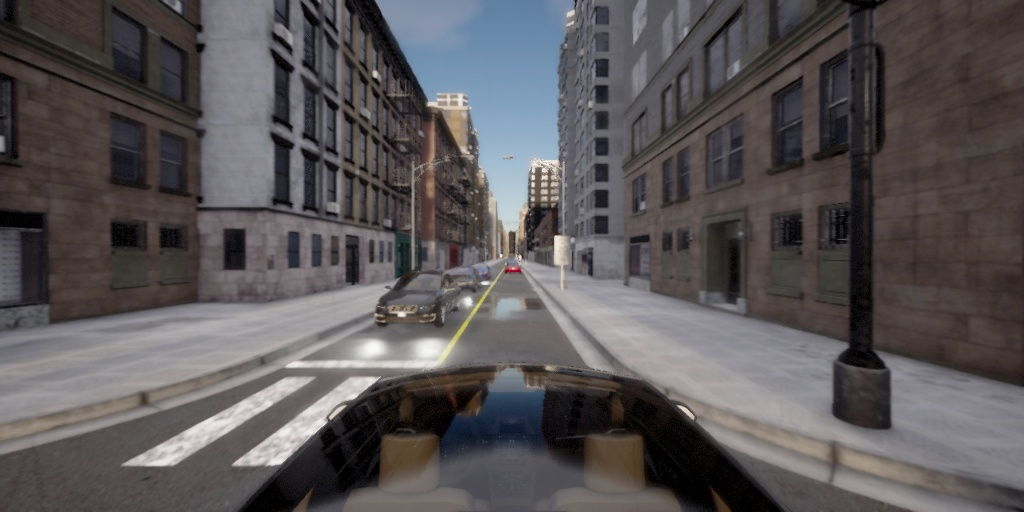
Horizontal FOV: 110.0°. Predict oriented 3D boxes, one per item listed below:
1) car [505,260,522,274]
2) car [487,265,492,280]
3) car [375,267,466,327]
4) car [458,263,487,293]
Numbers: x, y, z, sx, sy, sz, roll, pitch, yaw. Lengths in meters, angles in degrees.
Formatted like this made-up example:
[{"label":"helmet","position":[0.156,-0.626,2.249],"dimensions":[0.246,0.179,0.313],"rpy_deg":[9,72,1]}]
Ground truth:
[{"label":"car","position":[0.119,1.378,43.071],"dimensions":[1.994,1.385,4.181],"rpy_deg":[0,0,-1]},{"label":"car","position":[-2.838,1.319,31.404],"dimensions":[1.812,1.442,4.674],"rpy_deg":[0,0,0]},{"label":"car","position":[-2.848,1.272,11.704],"dimensions":[1.837,1.490,4.892],"rpy_deg":[0,0,0]},{"label":"car","position":[-2.846,1.327,21.501],"dimensions":[2.033,1.411,5.357],"rpy_deg":[0,0,0]}]
